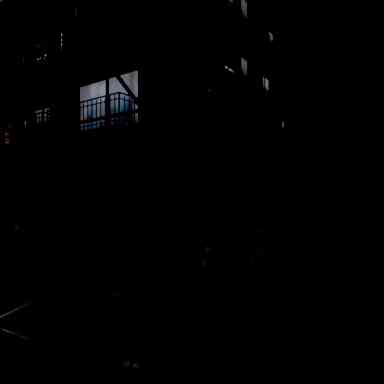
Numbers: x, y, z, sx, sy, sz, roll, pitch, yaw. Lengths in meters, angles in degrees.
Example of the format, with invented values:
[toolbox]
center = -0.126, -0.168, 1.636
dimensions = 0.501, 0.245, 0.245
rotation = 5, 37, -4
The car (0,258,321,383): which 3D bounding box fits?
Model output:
[car]
center = -0.892, 1.566, 3.510
dimensions = 4.313, 1.339, 1.947
rotation = 0, 0, 35
